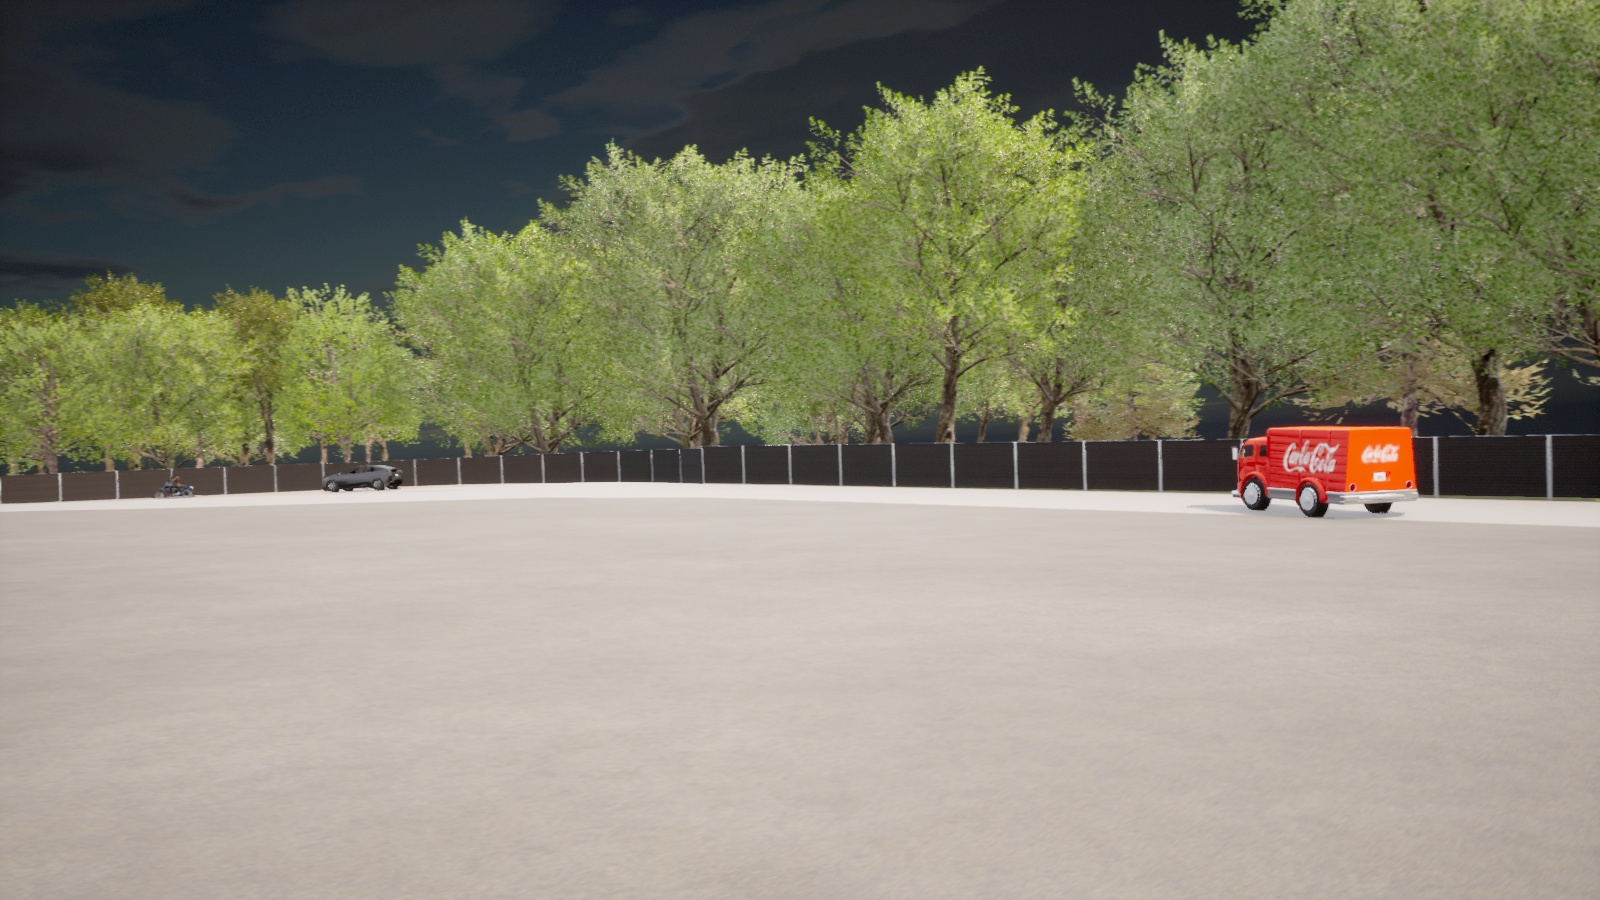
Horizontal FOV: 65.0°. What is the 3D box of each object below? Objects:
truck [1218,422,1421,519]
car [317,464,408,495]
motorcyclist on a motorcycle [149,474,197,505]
[{"bbox_3d":[14.709,0.496,35.939,2.627,2.467,5.204,-2,2,-17],"label":"truck"},{"bbox_3d":[-25.304,1.713,72.746,4.514,1.525,2.007,-3,0,10],"label":"car"},{"bbox_3d":[-36.887,2.312,73.915,2.350,1.649,0.766,-3,1,-3],"label":"motorcyclist on a motorcycle"}]
